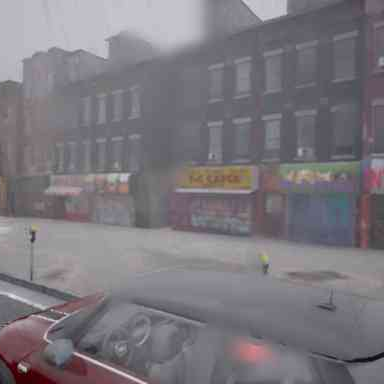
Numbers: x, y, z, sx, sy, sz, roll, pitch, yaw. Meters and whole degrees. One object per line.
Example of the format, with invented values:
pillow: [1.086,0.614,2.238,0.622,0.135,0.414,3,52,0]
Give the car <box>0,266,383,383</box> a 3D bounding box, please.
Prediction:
car: [-0.163,1.428,2.916,4.097,1.590,1.967,0,1,36]
